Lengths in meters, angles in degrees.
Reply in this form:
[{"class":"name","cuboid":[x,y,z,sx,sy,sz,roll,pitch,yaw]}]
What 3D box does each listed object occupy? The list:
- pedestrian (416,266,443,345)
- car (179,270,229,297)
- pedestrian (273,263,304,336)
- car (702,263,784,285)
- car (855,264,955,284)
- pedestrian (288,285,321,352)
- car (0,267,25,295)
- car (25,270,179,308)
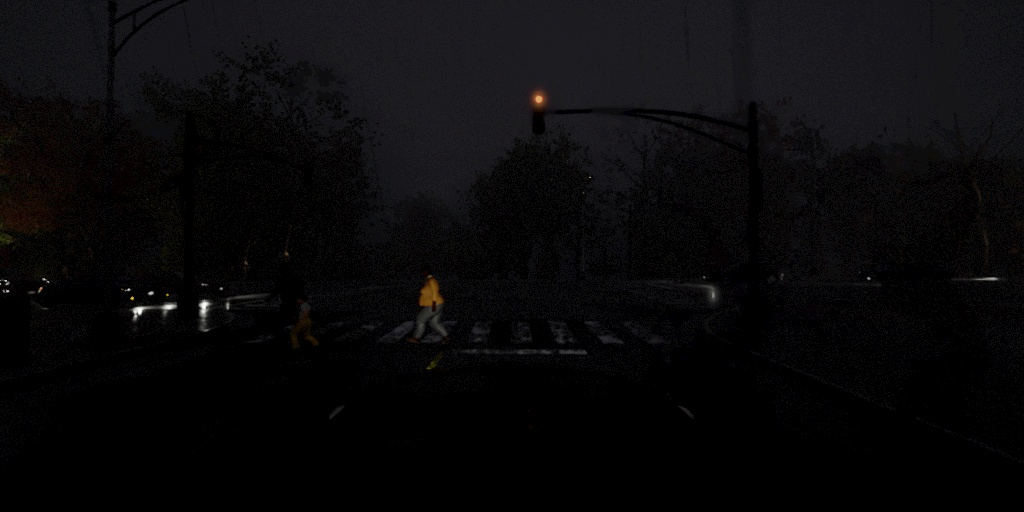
[{"class":"pedestrian","cuboid":[-1.857,1.050,8.062,0.375,1.860,0.375,1,-1,1]},{"class":"car","cuboid":[-17.388,1.436,18.590,4.674,1.442,1.812,-1,-1,1]},{"class":"pedestrian","cuboid":[-5.399,1.051,8.697,0.375,1.860,0.375,1,-1,1]},{"class":"car","cuboid":[15.477,1.176,24.201,4.892,1.490,1.837,-1,-1,2]},{"class":"car","cuboid":[26.005,1.165,23.851,4.718,1.301,1.895,-1,-1,2]},{"class":"pedestrian","cuboid":[-4.317,1.330,7.482,0.375,1.300,0.375,1,-1,1]},{"class":"car","cuboid":[-27.463,1.365,18.923,4.553,1.767,2.097,-1,-1,2]},{"class":"car","cuboid":[-17.358,1.427,15.332,4.181,1.385,1.994,-1,-1,2]}]
